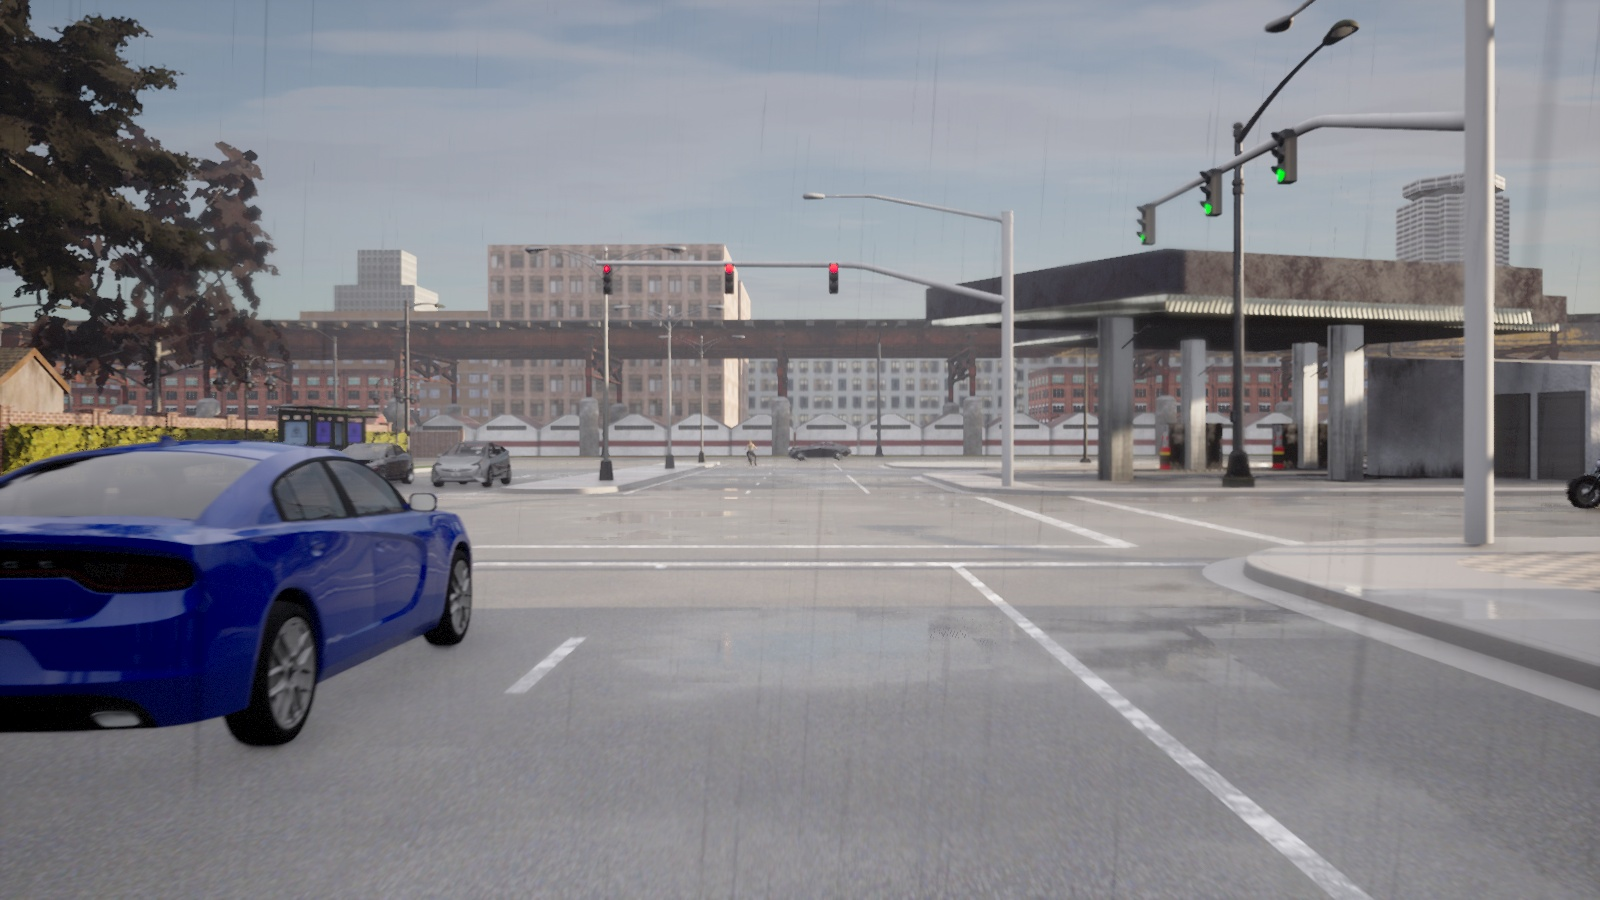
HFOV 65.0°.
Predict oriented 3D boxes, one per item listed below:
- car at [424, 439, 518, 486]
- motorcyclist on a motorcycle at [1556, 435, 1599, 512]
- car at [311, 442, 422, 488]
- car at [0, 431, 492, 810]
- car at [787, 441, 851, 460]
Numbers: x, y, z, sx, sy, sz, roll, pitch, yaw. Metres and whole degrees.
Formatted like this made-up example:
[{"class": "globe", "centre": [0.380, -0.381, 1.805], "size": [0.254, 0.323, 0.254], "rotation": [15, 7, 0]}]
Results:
[{"class": "car", "centre": [-11.240, 0.403, 43.207], "size": [2.007, 1.525, 4.514], "rotation": [0, 1, 0]}, {"class": "motorcyclist on a motorcycle", "centre": [17.708, 0.496, 27.074], "size": [2.350, 1.649, 0.766], "rotation": [0, 0, -1]}, {"class": "car", "centre": [-14.762, 0.462, 43.109], "size": [2.163, 1.488, 4.792], "rotation": [0, 0, 0]}, {"class": "car", "centre": [-3.443, 0.675, 7.595], "size": [1.882, 1.535, 5.008], "rotation": [0, 0, 0]}, {"class": "car", "centre": [1.450, 0.034, 96.748], "size": [4.902, 1.511, 2.128], "rotation": [0, 0, 1]}]
